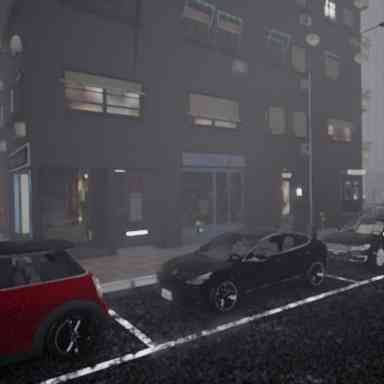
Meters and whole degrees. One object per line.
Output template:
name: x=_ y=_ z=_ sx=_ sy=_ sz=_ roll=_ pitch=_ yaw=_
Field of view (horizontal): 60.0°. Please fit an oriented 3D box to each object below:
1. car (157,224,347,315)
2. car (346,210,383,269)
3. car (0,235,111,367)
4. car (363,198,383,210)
car: x=1.302 y=1.523 z=7.479 sx=4.313 sy=1.339 sz=1.947 roll=-1 pitch=0 yaw=-35
car: x=5.875 y=1.462 z=10.716 sx=4.403 sy=1.369 sz=2.008 roll=-1 pitch=0 yaw=-35
car: x=-3.272 y=1.443 z=4.245 sx=4.097 sy=1.590 sz=1.967 roll=-1 pitch=0 yaw=-35
car: x=15.544 y=1.253 z=30.458 sx=2.033 sy=1.411 sz=5.357 roll=-2 pitch=1 yaw=-35
